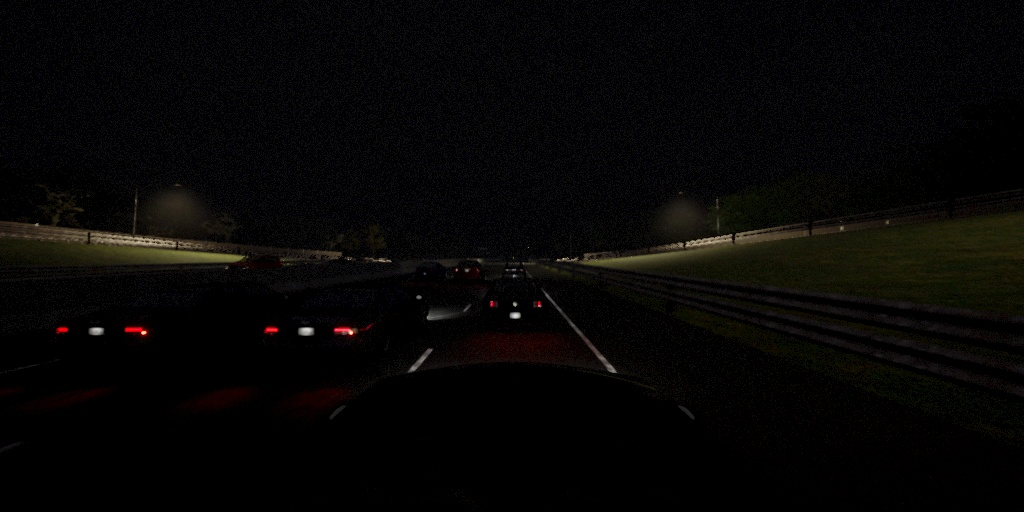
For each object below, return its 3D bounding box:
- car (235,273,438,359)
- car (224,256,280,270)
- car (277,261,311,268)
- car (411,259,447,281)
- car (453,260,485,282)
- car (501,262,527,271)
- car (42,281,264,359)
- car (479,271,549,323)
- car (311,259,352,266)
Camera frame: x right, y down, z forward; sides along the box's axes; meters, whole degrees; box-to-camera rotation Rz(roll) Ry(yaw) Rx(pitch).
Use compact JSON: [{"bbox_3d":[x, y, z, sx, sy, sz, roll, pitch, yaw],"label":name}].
[{"bbox_3d":[-3.408,1.302,8.469,2.033,1.411,5.357,0,0,0],"label":"car"},{"bbox_3d":[-24.504,0.994,34.303,2.150,2.045,5.566,0,0,0],"label":"car"},{"bbox_3d":[-20.993,1.337,36.040,1.994,1.385,4.181,0,0,0],"label":"car"},{"bbox_3d":[-6.827,1.246,30.579,1.882,1.535,5.008,0,0,0],"label":"car"},{"bbox_3d":[-3.337,1.119,28.751,2.097,1.767,4.553,0,0,0],"label":"car"},{"bbox_3d":[0.166,1.259,28.946,2.128,1.511,4.902,0,0,0],"label":"car"},{"bbox_3d":[-6.907,1.302,8.480,2.033,1.411,5.357,0,0,0],"label":"car"},{"bbox_3d":[0.107,1.357,12.112,1.895,1.301,4.718,0,0,0],"label":"car"},{"bbox_3d":[-17.496,1.124,35.738,2.097,1.767,4.553,0,0,0],"label":"car"}]
